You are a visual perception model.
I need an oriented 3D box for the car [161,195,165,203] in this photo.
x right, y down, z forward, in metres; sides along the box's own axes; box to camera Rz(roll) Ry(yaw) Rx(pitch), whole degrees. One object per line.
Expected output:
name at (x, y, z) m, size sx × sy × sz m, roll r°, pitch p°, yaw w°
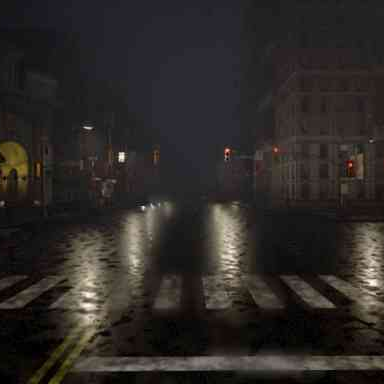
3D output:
car at (-7.009, 1.502, 66.178) m, size 1.837 × 1.490 × 4.892 m, roll 0°, pitch 0°, yaw 1°

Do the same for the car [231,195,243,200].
car at (12.455, 1.496, 94.111) m, size 1.837 × 1.490 × 4.892 m, roll 0°, pitch 0°, yaw 41°

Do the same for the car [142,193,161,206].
car at (-7.076, 1.219, 56.486) m, size 2.150 × 2.045 × 5.566 m, roll 0°, pitch 0°, yaw 0°

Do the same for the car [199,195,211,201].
car at (3.287, 1.520, 85.339) m, size 1.812 × 1.442 × 4.674 m, roll 0°, pitch 0°, yaw 22°

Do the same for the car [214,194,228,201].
car at (7.088, 1.521, 85.317) m, size 2.128 × 1.511 × 4.902 m, roll 0°, pitch 0°, yaw 25°

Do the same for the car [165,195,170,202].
car at (-6.352, 1.474, 76.621) m, size 1.882 × 1.535 × 5.008 m, roll 0°, pitch 0°, yaw 7°

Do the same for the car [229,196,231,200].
car at (8.234, 1.462, 94.330) m, size 1.882 × 1.535 × 5.008 m, roll 0°, pitch 0°, yaw 38°
